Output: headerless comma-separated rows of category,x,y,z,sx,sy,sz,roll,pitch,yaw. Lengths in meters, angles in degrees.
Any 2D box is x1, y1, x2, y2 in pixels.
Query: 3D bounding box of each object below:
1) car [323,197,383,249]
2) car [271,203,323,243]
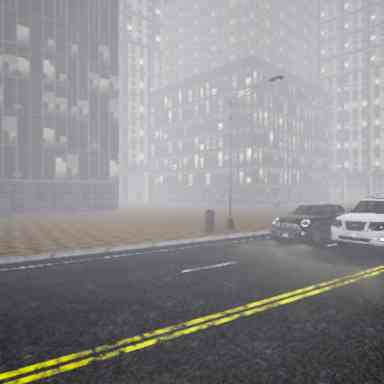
car,8.077,1.224,13.880,5.566,2.045,2.150,0,0,-38
car,5.963,1.358,16.369,4.553,1.767,2.097,0,0,-38
